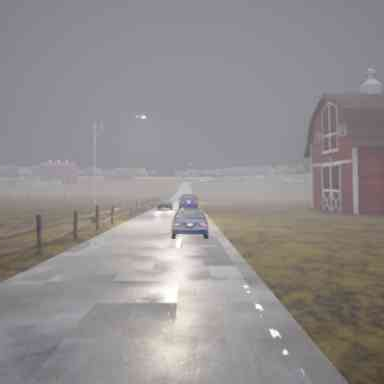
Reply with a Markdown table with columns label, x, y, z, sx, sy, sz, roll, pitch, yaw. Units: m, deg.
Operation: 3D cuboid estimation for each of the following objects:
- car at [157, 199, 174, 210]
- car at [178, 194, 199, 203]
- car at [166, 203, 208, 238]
| label | x | y | z | sx | sy | sz | roll | pitch | yaw |
| --- | --- | --- | --- | --- | --- | --- | --- | --- | --- |
| car | -3.349 | 1.579 | 41.977 | 1.895 | 1.301 | 4.718 | 0 | 0 | 0 |
| car | -0.381 | 1.203 | 37.504 | 2.150 | 2.045 | 5.566 | 0 | 0 | -1 |
| car | -0.117 | 1.542 | 17.746 | 2.033 | 1.411 | 5.357 | 0 | 0 | 0 |
